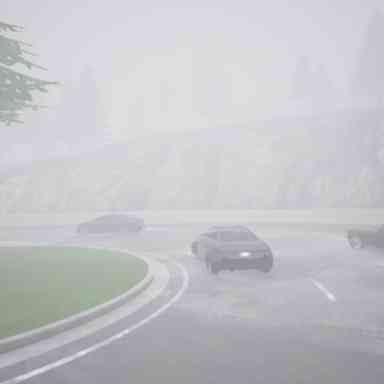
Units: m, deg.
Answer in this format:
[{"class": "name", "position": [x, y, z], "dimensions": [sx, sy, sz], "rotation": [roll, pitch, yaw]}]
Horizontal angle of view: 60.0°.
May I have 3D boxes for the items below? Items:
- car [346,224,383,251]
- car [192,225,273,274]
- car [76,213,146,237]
[{"class": "car", "position": [8.226, 1.795, 13.034], "dimensions": [1.895, 1.301, 4.718], "rotation": [-1, -2, -10]}, {"class": "car", "position": [1.265, 1.859, 11.738], "dimensions": [1.994, 1.385, 4.181], "rotation": [-1, -2, -8]}, {"class": "car", "position": [-5.538, 2.220, 22.670], "dimensions": [4.892, 1.490, 1.837], "rotation": [-2, -3, 15]}]
